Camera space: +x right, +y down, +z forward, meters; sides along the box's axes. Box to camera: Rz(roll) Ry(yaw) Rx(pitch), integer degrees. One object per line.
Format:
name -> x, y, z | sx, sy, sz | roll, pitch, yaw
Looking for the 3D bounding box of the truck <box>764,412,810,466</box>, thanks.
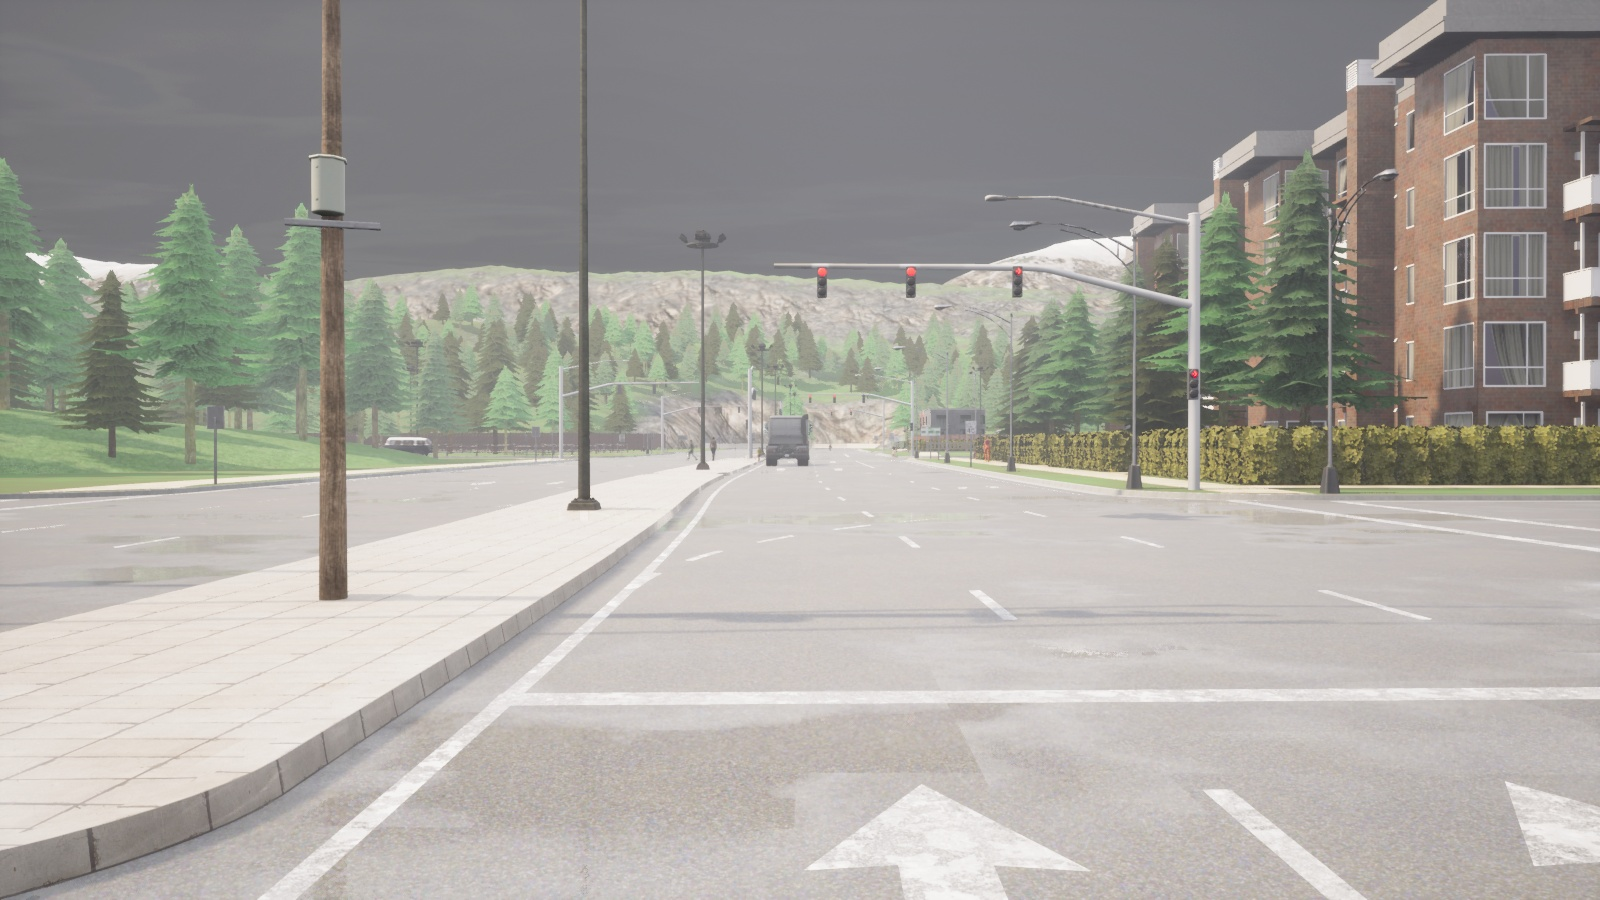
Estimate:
truck -> -0.801, -0.712, 84.277 | 2.891, 3.462, 7.936 | 0, 0, 0
